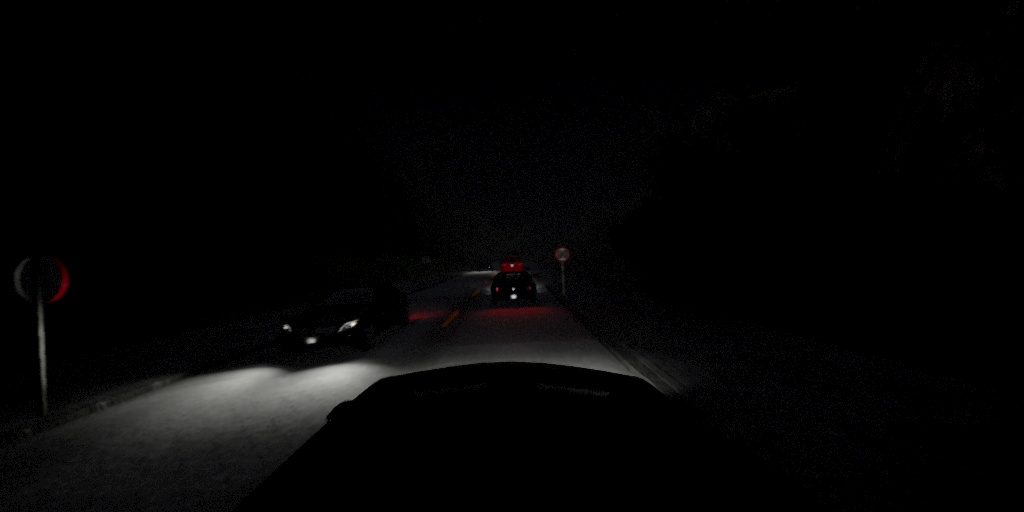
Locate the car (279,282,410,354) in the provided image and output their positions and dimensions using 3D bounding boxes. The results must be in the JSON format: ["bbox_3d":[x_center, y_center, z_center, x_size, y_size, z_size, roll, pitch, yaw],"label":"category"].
[{"bbox_3d":[-4.144,1.465,9.702,1.812,1.442,4.674,-3,0,0],"label":"car"}]

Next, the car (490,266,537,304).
[{"bbox_3d":[0.058,1.352,16.646,1.895,1.301,4.718,-3,0,0],"label":"car"}]

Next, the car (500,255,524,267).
[{"bbox_3d":[0.031,0.978,35.636,2.150,2.045,5.566,-3,0,0],"label":"car"}]

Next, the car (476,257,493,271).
[{"bbox_3d":[-4.121,1.168,53.691,2.150,2.045,5.566,-3,0,1],"label":"car"}]
